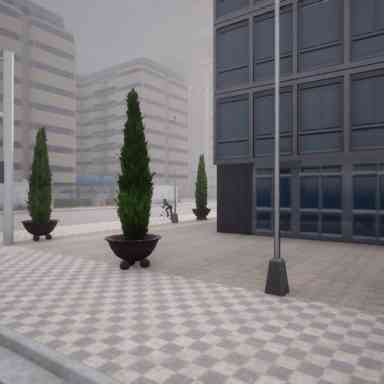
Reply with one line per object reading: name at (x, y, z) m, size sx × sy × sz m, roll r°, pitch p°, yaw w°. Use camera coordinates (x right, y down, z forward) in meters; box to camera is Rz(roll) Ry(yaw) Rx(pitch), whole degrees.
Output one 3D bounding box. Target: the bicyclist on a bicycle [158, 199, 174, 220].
bicyclist on a bicycle at (-1.999, 1.356, 25.879) m, size 1.656 × 1.620 × 0.582 m, roll 0°, pitch 0°, yaw 35°
